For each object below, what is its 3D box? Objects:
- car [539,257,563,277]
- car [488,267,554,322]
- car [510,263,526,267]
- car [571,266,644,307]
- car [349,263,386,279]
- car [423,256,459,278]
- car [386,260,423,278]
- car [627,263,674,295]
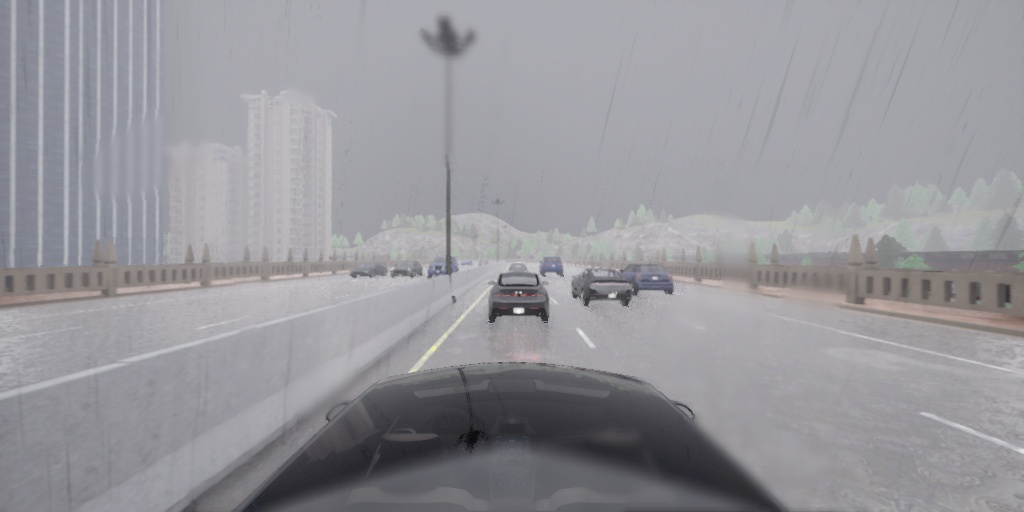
[{"bbox_3d":[4.124,1.079,38.079,2.150,2.045,5.566,0,0,1],"label":"car"},{"bbox_3d":[0.225,1.286,12.425,1.837,1.490,4.892,0,0,1],"label":"car"},{"bbox_3d":[0.556,1.389,33.797,2.033,1.411,5.357,0,0,1],"label":"car"},{"bbox_3d":[3.775,1.285,15.810,2.128,1.511,4.902,0,0,1],"label":"car"},{"bbox_3d":[-13.631,1.378,34.549,2.033,1.411,5.357,0,0,1],"label":"car"},{"bbox_3d":[-6.622,1.060,35.034,2.150,2.045,5.566,0,0,1],"label":"car"},{"bbox_3d":[-10.123,1.186,34.787,2.097,1.767,4.553,0,0,1],"label":"car"},{"bbox_3d":[7.347,1.163,20.469,2.097,1.767,4.553,0,0,1],"label":"car"}]
